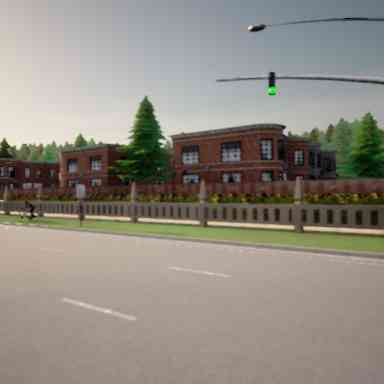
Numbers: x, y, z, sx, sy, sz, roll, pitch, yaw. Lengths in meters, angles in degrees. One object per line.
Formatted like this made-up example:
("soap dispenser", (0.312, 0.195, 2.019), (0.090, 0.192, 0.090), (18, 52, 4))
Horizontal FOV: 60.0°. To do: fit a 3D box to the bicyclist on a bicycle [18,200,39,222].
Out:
("bicyclist on a bicycle", (-12.036, 1.386, 24.513), (0.582, 1.620, 1.656), (-1, 0, 34))
